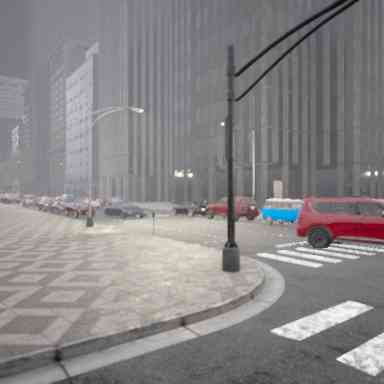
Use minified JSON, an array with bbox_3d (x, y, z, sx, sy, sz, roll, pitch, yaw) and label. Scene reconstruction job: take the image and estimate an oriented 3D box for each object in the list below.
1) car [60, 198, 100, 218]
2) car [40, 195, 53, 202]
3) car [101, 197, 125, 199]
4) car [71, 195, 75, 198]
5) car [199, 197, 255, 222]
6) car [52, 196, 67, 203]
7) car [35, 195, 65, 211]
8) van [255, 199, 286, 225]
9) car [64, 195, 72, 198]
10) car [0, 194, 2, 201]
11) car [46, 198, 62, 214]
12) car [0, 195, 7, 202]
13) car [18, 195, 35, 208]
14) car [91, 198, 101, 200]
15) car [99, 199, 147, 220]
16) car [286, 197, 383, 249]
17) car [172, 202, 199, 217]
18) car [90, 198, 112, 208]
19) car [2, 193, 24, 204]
[{"bbox_3d":[-10.434,1.567,30.852,1.887,1.381,4.507,0,0,-36],"label":"car"},{"bbox_3d":[-33.697,1.474,76.966,1.752,1.417,4.829,0,0,-35],"label":"car"},{"bbox_3d":[-10.220,1.453,44.969,1.967,1.590,4.097,0,0,-36],"label":"car"},{"bbox_3d":[-20.118,1.568,53.622,1.994,1.385,4.181,0,0,-36],"label":"car"},{"bbox_3d":[3.128,1.339,26.783,2.192,1.841,5.009,0,0,-36],"label":"car"},{"bbox_3d":[-27.008,1.503,67.842,1.752,1.417,4.829,0,0,-36],"label":"car"},{"bbox_3d":[-17.108,1.456,39.945,1.967,1.590,4.097,0,0,-36],"label":"car"},{"bbox_3d":[6.466,1.366,22.236,1.690,1.788,3.998,0,0,-36],"label":"van"},{"bbox_3d":[-18.790,1.576,46.735,1.994,1.385,4.181,0,0,-36],"label":"car"},{"bbox_3d":[-37.130,1.283,67.223,2.192,1.841,5.009,0,0,-36],"label":"car"},{"bbox_3d":[-13.771,1.601,35.398,1.802,1.307,4.206,0,0,-36],"label":"car"},{"bbox_3d":[-43.680,1.465,76.145,1.752,1.417,4.829,0,0,-35],"label":"car"},{"bbox_3d":[-23.782,1.559,49.036,2.008,1.369,4.403,0,0,-36],"label":"car"},{"bbox_3d":[-14.094,1.538,45.503,1.812,1.442,4.674,0,0,-36],"label":"car"},{"bbox_3d":[-5.924,1.570,29.046,2.033,1.411,5.357,0,0,-36],"label":"car"},{"bbox_3d":[6.844,1.233,12.906,5.566,2.045,2.150,-1,0,43],"label":"car"},{"bbox_3d":[-0.209,1.587,31.330,1.947,1.339,4.313,0,0,-36],"label":"car"},{"bbox_3d":[-13.559,1.591,49.517,1.802,1.307,4.206,0,0,-36],"label":"car"},{"bbox_3d":[-33.793,1.296,62.676,2.192,1.841,5.009,0,0,-36],"label":"car"}]
